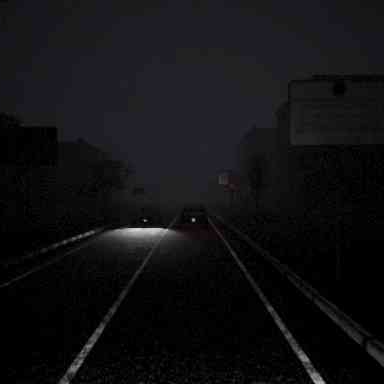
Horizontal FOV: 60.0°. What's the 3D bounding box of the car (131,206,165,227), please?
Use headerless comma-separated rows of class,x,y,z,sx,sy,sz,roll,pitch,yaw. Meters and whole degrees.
car,-3.007,1.676,23.347,1.994,1.385,4.181,0,-1,0

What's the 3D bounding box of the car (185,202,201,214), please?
car,0.091,1.993,41.926,1.895,1.301,4.718,0,-1,0

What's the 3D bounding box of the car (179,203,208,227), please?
car,0.101,1.605,23.555,2.128,1.511,4.902,0,-1,0
